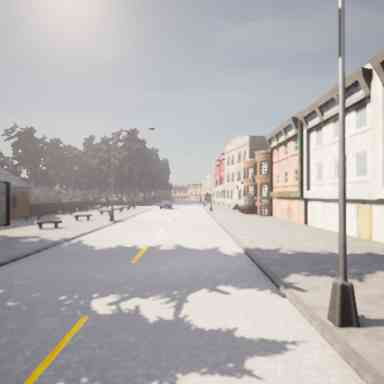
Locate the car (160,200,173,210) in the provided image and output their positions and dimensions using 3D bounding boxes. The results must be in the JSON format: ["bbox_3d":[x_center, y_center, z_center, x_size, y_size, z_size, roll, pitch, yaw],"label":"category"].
[{"bbox_3d":[-4.084,2.037,53.050,1.812,1.442,4.674,0,-1,0],"label":"car"}]
